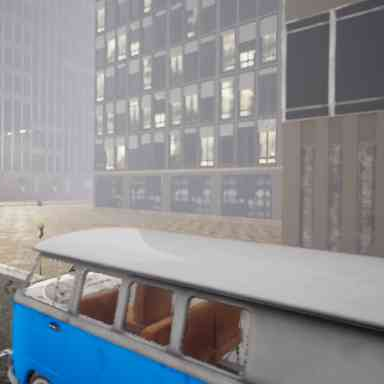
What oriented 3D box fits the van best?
[{"bbox_3d":[0.045,1.312,2.845,3.998,1.788,1.690,1,1,35],"label":"van"}]
